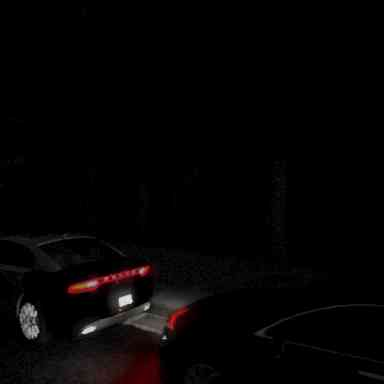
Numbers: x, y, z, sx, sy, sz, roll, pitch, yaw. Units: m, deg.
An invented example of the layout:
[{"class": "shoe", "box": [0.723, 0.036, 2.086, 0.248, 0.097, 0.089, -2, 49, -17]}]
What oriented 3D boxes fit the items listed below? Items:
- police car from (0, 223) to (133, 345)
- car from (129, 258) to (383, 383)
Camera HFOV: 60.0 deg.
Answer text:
[{"class": "police car", "box": [-3.115, 1.463, 6.607, 5.238, 1.638, 1.930, 0, 0, 36]}, {"class": "car", "box": [1.842, 1.524, 3.035, 4.892, 1.490, 1.837, 0, 0, 36]}]
